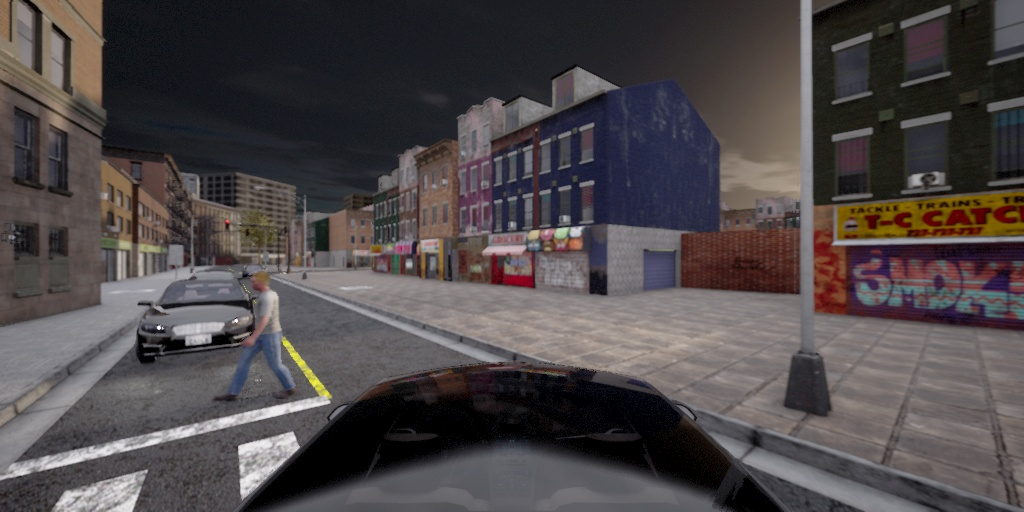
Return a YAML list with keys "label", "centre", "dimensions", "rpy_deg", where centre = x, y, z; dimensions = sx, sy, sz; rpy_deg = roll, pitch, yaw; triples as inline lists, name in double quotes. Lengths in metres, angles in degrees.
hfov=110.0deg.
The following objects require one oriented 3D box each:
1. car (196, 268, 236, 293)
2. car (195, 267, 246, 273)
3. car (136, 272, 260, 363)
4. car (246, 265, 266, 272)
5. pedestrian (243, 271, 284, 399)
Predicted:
- label: "car"
  centre: [-19.566, 1.546, 23.801]
  dimensions: [1.895, 1.301, 4.718]
  rpy_deg: [0, 0, -39]
- label: "car"
  centre: [-13.216, 1.354, 15.900]
  dimensions: [1.882, 1.535, 5.008]
  rpy_deg: [0, 0, -39]
- label: "car"
  centre: [-7.312, 1.305, 8.592]
  dimensions: [2.128, 1.511, 4.902]
  rpy_deg: [0, 0, -38]
- label: "car"
  centre: [-27.880, 1.630, 38.781]
  dimensions: [1.994, 1.385, 4.181]
  rpy_deg: [0, 0, -39]
- label: "pedestrian"
  centre: [-3.426, 1.074, 4.949]
  dimensions: [0.375, 1.860, 0.375]
  rpy_deg: [0, 0, -39]
